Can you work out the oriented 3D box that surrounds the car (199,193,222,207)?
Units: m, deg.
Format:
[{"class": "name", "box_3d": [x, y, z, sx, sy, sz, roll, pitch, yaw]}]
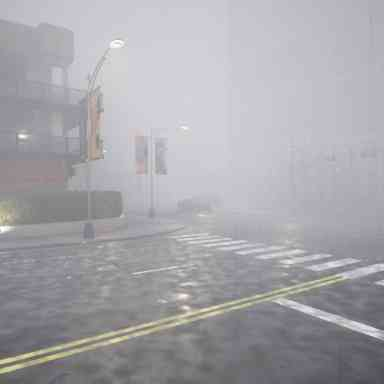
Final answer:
[{"class": "car", "box_3d": [2.035, 1.221, 48.838, 2.150, 2.045, 5.566, 0, 0, -33]}]

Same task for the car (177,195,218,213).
[{"class": "car", "box_3d": [0.267, 1.478, 37.130, 1.882, 1.535, 5.008, 0, 0, -35]}]
